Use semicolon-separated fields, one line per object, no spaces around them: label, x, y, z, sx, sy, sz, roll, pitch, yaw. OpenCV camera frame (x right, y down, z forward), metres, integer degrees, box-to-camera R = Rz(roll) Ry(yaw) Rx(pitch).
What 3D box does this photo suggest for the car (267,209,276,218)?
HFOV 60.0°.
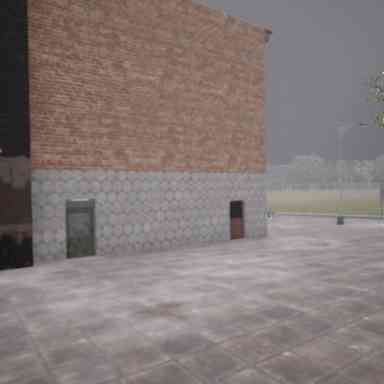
car;6.296;2.047;35.441;2.033;1.411;5.357;-1;-1;-35
